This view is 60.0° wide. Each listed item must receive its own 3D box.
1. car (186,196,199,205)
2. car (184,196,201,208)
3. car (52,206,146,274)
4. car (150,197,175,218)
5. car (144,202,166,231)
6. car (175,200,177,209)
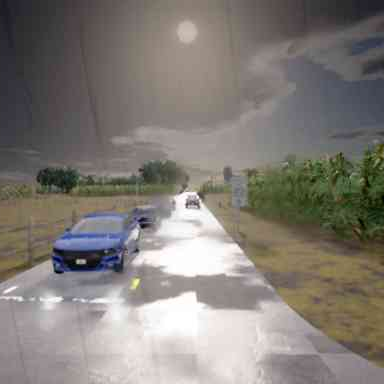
[{"bbox_3d":[0.049,1.287,53.242,1.895,1.301,4.718,0,1,0],"label":"car"},{"bbox_3d":[0.080,1.302,43.510,1.812,1.442,4.674,0,0,0],"label":"car"},{"bbox_3d":[-2.807,1.439,10.694,1.882,1.535,5.008,0,0,-2],"label":"car"},{"bbox_3d":[-2.848,1.231,28.992,2.097,1.767,4.553,0,0,0],"label":"car"},{"bbox_3d":[-2.855,1.526,20.007,1.895,1.301,4.718,0,0,0],"label":"car"},{"bbox_3d":[-2.812,1.302,39.261,2.128,1.511,4.902,0,0,0],"label":"car"}]
